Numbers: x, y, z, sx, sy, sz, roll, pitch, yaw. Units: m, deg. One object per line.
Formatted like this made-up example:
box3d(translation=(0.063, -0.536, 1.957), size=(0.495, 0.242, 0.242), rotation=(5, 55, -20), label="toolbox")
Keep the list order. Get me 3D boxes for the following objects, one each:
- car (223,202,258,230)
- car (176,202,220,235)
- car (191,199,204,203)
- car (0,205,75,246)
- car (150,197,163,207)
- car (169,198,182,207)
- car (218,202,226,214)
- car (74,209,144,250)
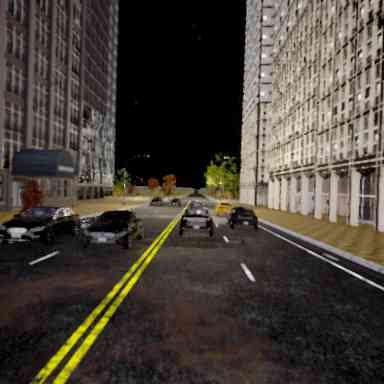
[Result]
box3d(translation=(3.519, 1.777, 23.810), size=(1.837, 1.490, 4.892), rotation=(2, 0, 1), label="car")
box3d(translation=(0.267, 1.630, 19.760), size=(2.128, 1.511, 4.902), rotation=(2, 0, 1), label="car")
box3d(translation=(0.628, 1.818, 48.914), size=(2.128, 1.511, 4.902), rotation=(2, 0, 1), label="car")
box3d(translation=(-6.489, 1.371, 14.800), size=(2.128, 1.511, 4.902), rotation=(2, 0, 1), label="car")
box3d(translation=(-5.920, 1.649, 56.191), size=(1.837, 1.490, 4.892), rotation=(2, 0, 1), label="car")
box3d(translation=(-2.675, 1.758, 56.166), size=(1.837, 1.490, 4.892), rotation=(2, 0, 1), label="car")
box3d(translation=(3.676, 1.838, 37.448), size=(1.882, 1.535, 5.008), rotation=(2, 0, 1), label="car")
box3d(translation=(-3.255, 1.512, 14.521), size=(1.812, 1.442, 4.674), rotation=(2, 0, 1), label="car")
